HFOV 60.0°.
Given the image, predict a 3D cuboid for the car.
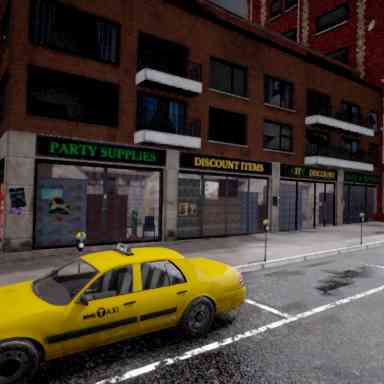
[{"bbox_3d":[-1.309,1.526,5.138,4.829,1.417,1.752,0,2,-35],"label":"car"}]
